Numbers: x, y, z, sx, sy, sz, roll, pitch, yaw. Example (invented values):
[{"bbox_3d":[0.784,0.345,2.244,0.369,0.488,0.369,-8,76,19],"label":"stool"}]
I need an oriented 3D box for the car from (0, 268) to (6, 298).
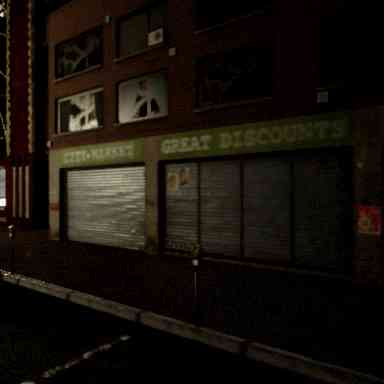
[{"bbox_3d":[-5.740,1.521,6.967,4.829,1.417,1.752,0,0,35],"label":"car"}]
